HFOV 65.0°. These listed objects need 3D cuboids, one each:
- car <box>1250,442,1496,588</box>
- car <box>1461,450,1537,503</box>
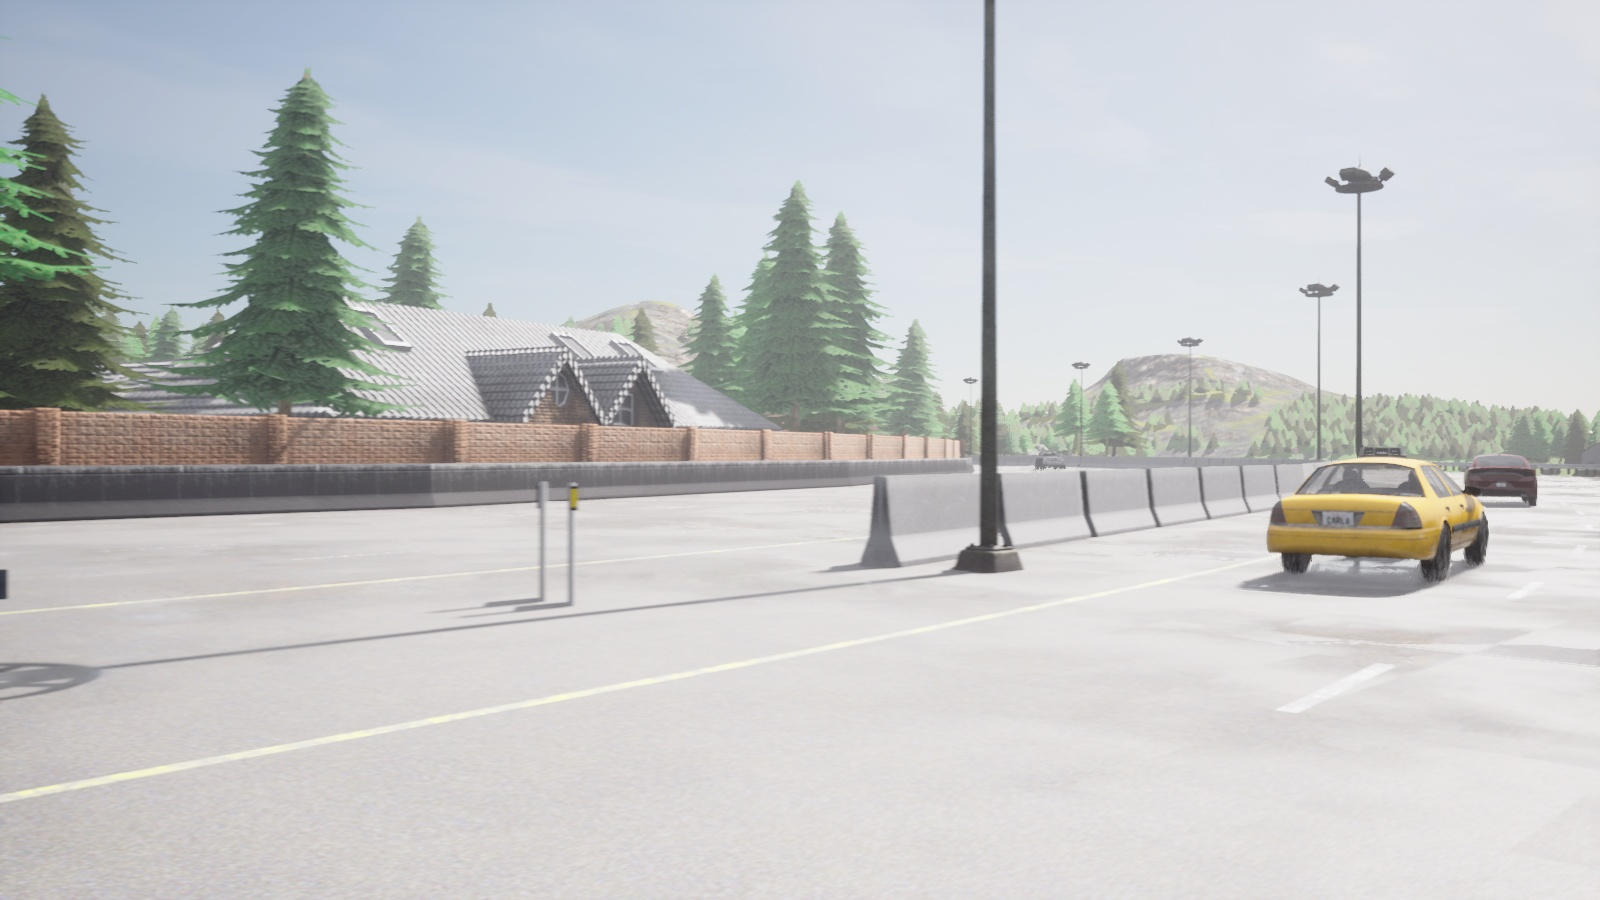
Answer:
[{"bbox_3d":[7.552,0.707,16.204,1.801,1.575,5.366,0,0,36],"label":"car"},{"bbox_3d":[21.501,0.771,38.752,1.882,1.535,5.008,0,0,27],"label":"car"}]
